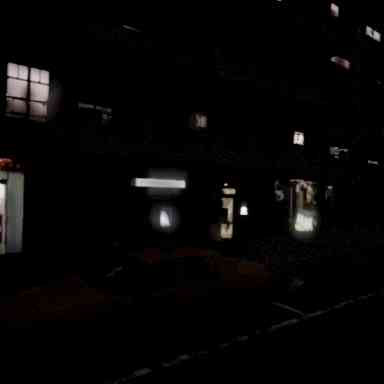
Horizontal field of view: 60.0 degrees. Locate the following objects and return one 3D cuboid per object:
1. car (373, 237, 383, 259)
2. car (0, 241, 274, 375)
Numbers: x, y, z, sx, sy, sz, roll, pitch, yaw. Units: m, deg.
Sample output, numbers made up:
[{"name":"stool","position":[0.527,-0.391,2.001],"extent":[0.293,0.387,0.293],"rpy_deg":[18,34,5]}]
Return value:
[{"name":"car","position":[8.379,1.683,12.052],"extent":[4.829,1.417,1.752],"rpy_deg":[1,0,-35]},{"name":"car","position":[-0.688,1.554,5.603],"extent":[4.829,1.417,1.752],"rpy_deg":[1,0,-35]}]
